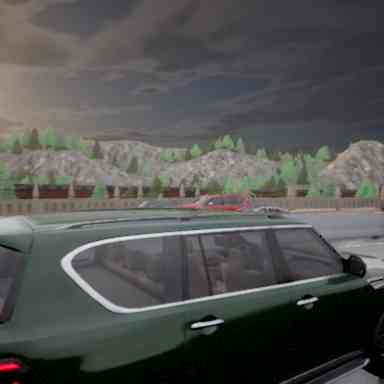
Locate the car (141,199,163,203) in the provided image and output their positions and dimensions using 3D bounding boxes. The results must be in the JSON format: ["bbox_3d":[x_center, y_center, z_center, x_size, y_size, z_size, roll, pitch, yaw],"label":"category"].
[{"bbox_3d":[-2.805,1.277,22.505,4.553,1.767,2.097,0,0,-29],"label":"car"}]

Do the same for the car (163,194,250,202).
[{"bbox_3d":[1.314,1.173,20.837,5.566,2.045,2.150,0,0,-27],"label":"car"}]

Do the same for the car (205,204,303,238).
[{"bbox_3d":[3.389,1.461,17.944,4.902,1.511,2.128,0,0,-27],"label":"car"}]

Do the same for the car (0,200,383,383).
[{"bbox_3d":[0.404,1.212,3.882,5.566,2.045,2.150,0,0,-34],"label":"car"}]
